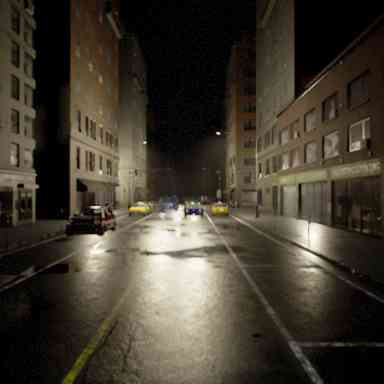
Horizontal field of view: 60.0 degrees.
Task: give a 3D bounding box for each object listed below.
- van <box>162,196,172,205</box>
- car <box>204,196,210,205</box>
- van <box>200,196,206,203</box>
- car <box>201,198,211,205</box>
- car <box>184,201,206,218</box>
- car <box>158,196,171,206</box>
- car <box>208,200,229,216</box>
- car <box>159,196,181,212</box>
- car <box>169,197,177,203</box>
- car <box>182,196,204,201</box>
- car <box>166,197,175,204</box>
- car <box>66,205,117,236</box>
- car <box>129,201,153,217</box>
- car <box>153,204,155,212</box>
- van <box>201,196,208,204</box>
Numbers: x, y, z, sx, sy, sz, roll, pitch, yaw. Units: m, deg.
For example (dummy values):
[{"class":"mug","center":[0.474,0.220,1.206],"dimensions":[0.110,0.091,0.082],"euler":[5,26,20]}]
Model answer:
[{"class":"van","center":[-5.475,1.892,73.256],"dimensions":[1.690,1.788,3.998],"euler":[0,0,0]},{"class":"car","center":[3.037,2.053,67.730],"dimensions":[1.887,1.381,4.507],"euler":[0,0,0]},{"class":"van","center":[3.110,2.066,95.238],"dimensions":[1.690,1.788,3.998],"euler":[0,0,0]},{"class":"car","center":[3.051,2.117,73.231],"dimensions":[1.947,1.339,4.313],"euler":[0,0,0]},{"class":"car","center":[0.171,1.844,33.493],"dimensions":[1.895,1.301,4.718],"euler":[0,0,0]},{"class":"car","center":[-5.490,1.822,67.755],"dimensions":[2.192,1.841,5.009],"euler":[0,0,0]},{"class":"car","center":[2.950,1.785,35.602],"dimensions":[1.752,1.417,4.829],"euler":[0,0,0]},{"class":"car","center":[-2.911,1.541,43.412],"dimensions":[2.150,2.045,5.566],"euler":[0,-1,1]},{"class":"car","center":[-5.415,2.164,95.260],"dimensions":[1.967,1.590,4.097],"euler":[0,0,0]},{"class":"car","center":[0.115,1.540,43.437],"dimensions":[2.150,2.045,5.566],"euler":[0,0,0]},{"class":"car","center":[-5.445,2.078,84.258],"dimensions":[1.967,1.590,4.097],"euler":[0,0,0]},{"class":"car","center":[-5.621,1.576,18.879],"dimensions":[1.967,1.590,4.097],"euler":[0,0,0]},{"class":"car","center":[-5.576,1.782,35.286],"dimensions":[1.752,1.417,4.829],"euler":[0,0,0]},{"class":"car","center":[-5.561,1.850,40.980],"dimensions":[2.008,1.369,4.403],"euler":[0,0,0]},{"class":"van","center":[3.080,1.979,84.235],"dimensions":[1.690,1.788,3.998],"euler":[0,0,0]}]
